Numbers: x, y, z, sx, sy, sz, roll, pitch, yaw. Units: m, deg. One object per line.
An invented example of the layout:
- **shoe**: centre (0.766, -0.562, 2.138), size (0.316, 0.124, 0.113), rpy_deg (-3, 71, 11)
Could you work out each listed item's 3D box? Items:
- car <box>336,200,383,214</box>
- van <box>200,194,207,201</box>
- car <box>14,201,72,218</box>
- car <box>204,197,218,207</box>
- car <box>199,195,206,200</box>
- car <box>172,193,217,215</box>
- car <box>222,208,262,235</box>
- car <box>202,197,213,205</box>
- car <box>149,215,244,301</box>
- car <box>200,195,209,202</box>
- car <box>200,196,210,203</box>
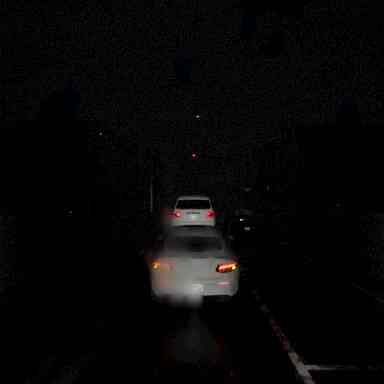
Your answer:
- **car**: centre (17.019, 1.465, 33.128), size (4.718, 1.301, 1.895), rpy_deg (0, 1, 0)
- **van**: centre (2.902, 1.356, 83.921), size (1.690, 1.788, 3.998), rpy_deg (-1, 0, 0)
- **car**: centre (-13.535, 1.609, 30.289), size (4.902, 1.511, 2.128), rpy_deg (0, 1, 0)
- **car**: centre (2.793, 1.547, 50.726), size (1.887, 1.381, 4.507), rpy_deg (-1, 0, 0)
- **car**: centre (2.944, 1.570, 94.986), size (2.008, 1.369, 4.403), rpy_deg (-1, 0, 0)
- **car**: centre (0.091, 1.217, 17.925), size (2.150, 2.045, 5.566), rpy_deg (0, 0, 1)
- **car**: centre (2.683, 1.546, 18.281), size (2.008, 1.369, 4.403), rpy_deg (-1, 0, 0)
- **car**: centre (2.832, 1.588, 61.791), size (1.802, 1.307, 4.206), rpy_deg (-1, 0, 0)
- **car**: centre (0.082, 1.523, 8.175), size (1.812, 1.442, 4.674), rpy_deg (0, 0, 1)
- **car**: centre (2.885, 1.453, 78.389), size (1.967, 1.590, 4.097), rpy_deg (-1, 0, 0)
- **car**: centre (2.869, 1.555, 72.856), size (1.887, 1.381, 4.507), rpy_deg (-1, 0, 0)
